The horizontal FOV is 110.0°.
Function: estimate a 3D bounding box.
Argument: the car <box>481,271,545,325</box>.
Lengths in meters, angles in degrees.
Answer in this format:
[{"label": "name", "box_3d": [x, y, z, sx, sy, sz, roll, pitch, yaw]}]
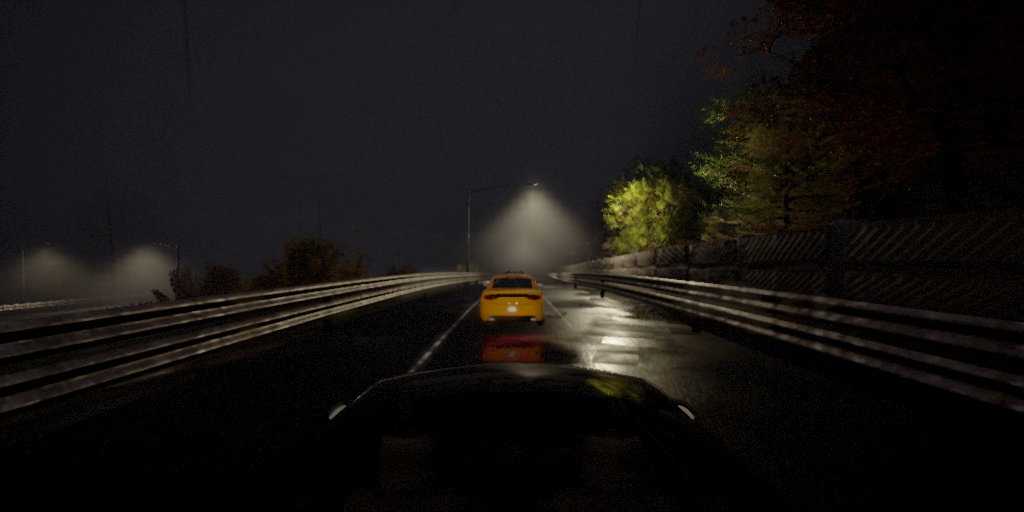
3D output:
[{"label": "car", "box_3d": [0.025, 1.354, 12.330, 1.882, 1.535, 5.008, 0, -1, 0]}]
